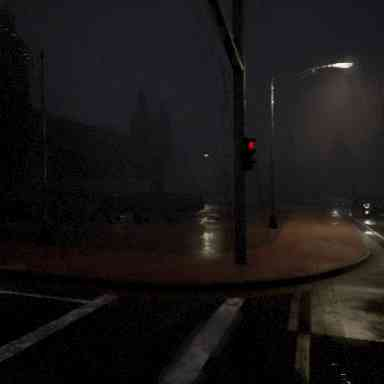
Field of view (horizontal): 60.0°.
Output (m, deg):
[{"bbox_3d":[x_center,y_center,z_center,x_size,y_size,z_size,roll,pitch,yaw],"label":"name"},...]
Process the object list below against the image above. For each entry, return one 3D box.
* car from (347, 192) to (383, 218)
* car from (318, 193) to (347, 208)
[{"bbox_3d":[12.606,0.838,23.263,2.097,1.767,4.553,0,1,15],"label":"car"},{"bbox_3d":[14.269,0.834,33.623,1.812,1.442,4.674,-1,1,1],"label":"car"}]
